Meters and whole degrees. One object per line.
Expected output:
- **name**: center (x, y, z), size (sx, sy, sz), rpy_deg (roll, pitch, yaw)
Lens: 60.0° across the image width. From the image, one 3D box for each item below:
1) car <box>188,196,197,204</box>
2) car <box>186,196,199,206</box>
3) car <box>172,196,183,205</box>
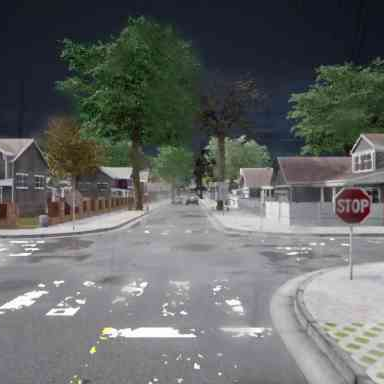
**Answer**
- **car**: center (0.045, 1.569, 67.363), size (1.812, 1.442, 4.674), rpy_deg (0, 0, 0)
- **car**: center (0.039, 1.387, 57.330), size (2.097, 1.767, 4.553), rpy_deg (0, 0, 0)
- **car**: center (-2.709, 1.530, 61.116), size (2.128, 1.511, 4.902), rpy_deg (0, 0, 0)
